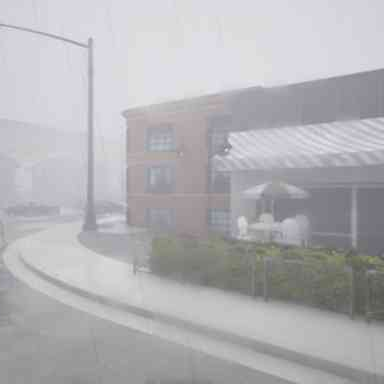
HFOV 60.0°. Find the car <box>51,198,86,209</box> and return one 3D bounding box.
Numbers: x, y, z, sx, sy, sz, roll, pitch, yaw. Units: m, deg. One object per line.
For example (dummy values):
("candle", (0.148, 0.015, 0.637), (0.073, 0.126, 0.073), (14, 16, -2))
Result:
("car", (-17.064, 1.533, 46.181), (1.994, 1.385, 4.181), (0, 0, 34))

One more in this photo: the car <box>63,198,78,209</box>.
("car", (-14.052, 1.464, 44.399), (2.128, 1.511, 4.902), (0, 0, 34))

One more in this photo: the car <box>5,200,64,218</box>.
("car", (-14.340, 1.578, 30.281), (1.895, 1.301, 4.718), (0, 0, 22))

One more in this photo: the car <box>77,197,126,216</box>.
("car", (-8.656, 1.503, 33.001), (1.812, 1.442, 4.674), (0, 0, 31))

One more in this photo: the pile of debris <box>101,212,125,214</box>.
("pile of debris", (-8.146, 2.156, 34.166), (1.500, 0.140, 1.860), (0, 0, 34))
